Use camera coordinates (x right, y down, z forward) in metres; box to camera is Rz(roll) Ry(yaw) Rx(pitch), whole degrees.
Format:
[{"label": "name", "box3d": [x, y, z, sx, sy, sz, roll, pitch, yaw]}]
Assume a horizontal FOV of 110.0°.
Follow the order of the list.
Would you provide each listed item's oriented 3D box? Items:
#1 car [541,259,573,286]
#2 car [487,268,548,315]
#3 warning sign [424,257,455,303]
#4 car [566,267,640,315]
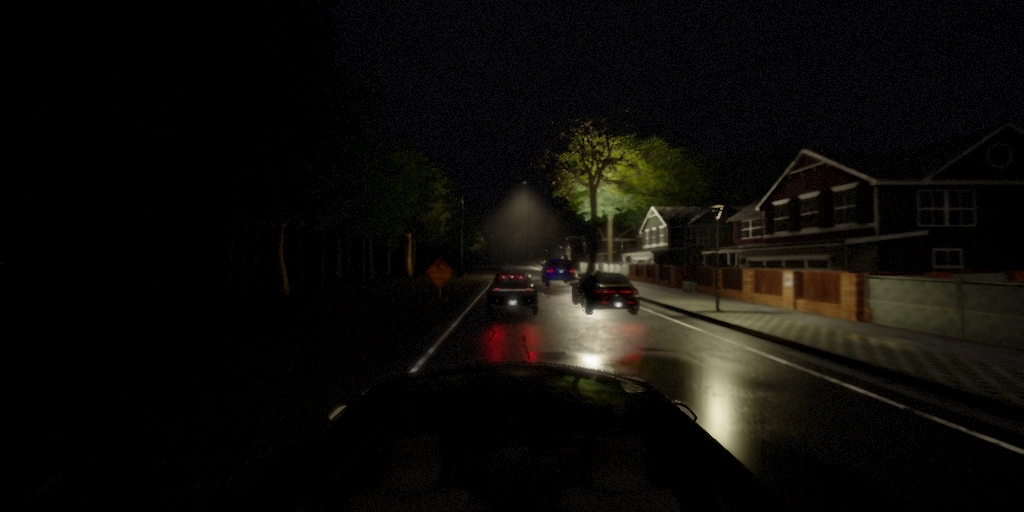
[{"label": "car", "box3d": [3.541, 1.217, 28.193, 2.150, 2.045, 5.566, 0, 0, 1]}, {"label": "car", "box3d": [0.049, 1.357, 14.258, 2.128, 1.511, 4.902, 0, 0, 1]}, {"label": "warning sign", "box3d": [-3.045, 0.990, 15.202, 1.300, 1.860, 1.060, 0, 0, 0]}, {"label": "car", "box3d": [3.549, 1.371, 14.270, 1.837, 1.490, 4.892, 0, 0, 1]}]
